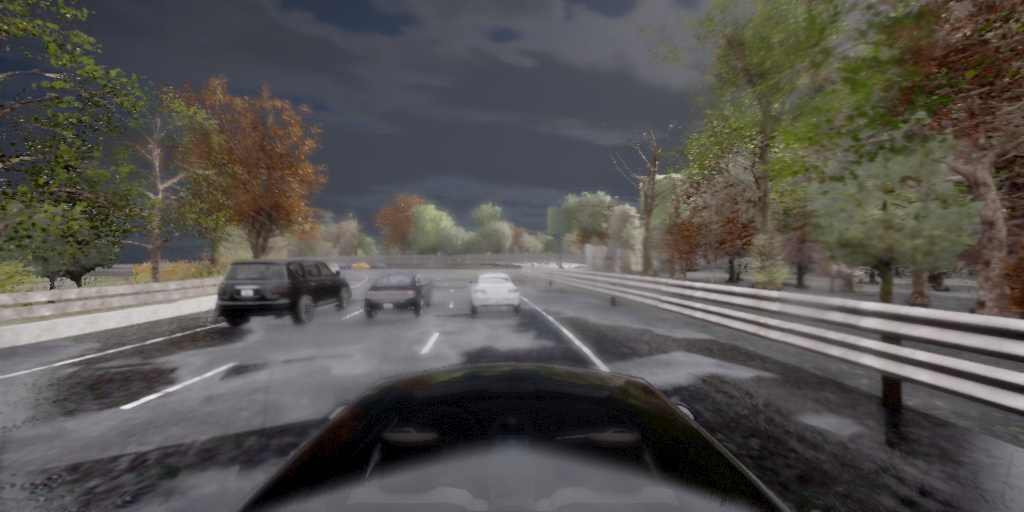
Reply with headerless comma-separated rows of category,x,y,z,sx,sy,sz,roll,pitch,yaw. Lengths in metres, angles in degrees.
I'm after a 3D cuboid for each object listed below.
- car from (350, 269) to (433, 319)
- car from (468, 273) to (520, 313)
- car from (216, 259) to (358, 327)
car,-4.175,1.394,13.723,2.128,1.511,4.902,0,-1,-7
car,-0.791,1.415,14.820,1.812,1.442,4.674,0,-1,-7
car,-7.529,1.135,12.529,2.150,2.045,5.566,0,0,-6
